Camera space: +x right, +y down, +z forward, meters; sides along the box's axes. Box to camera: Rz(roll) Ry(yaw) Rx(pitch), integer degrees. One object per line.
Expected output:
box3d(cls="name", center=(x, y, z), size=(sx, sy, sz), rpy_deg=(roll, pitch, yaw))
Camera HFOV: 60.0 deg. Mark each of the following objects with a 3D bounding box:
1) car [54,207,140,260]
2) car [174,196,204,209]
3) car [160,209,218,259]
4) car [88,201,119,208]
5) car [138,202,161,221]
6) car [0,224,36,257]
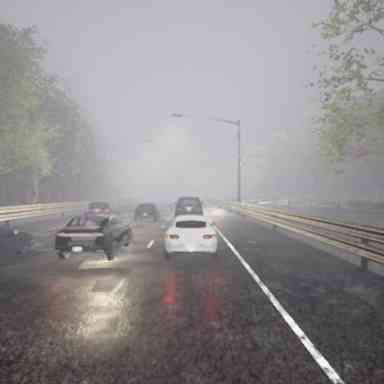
box3d(cls="car", center=(-3.534, 1.555, 12.659), size=(2.128, 1.511, 4.902), rpy_deg=(0, 0, 0))
box3d(cls="car", center=(-0.244, 1.361, 26.626), size=(2.150, 2.045, 5.566), rpy_deg=(0, 0, -1))
box3d(cls="car", center=(-0.033, 1.589, 12.759), size=(1.812, 1.442, 4.674), rpy_deg=(0, -1, 0))
box3d(cls="car", center=(-7.254, 1.496, 27.565), size=(2.097, 1.767, 4.553), rpy_deg=(0, 0, -1))
box3d(cls="car", center=(-3.772, 1.629, 28.893), size=(1.882, 1.535, 5.008), rpy_deg=(0, 0, -1))
box3d(cls="car", center=(-7.031, 1.601, 10.518), size=(2.033, 1.411, 5.357), rpy_deg=(0, 0, 0))
